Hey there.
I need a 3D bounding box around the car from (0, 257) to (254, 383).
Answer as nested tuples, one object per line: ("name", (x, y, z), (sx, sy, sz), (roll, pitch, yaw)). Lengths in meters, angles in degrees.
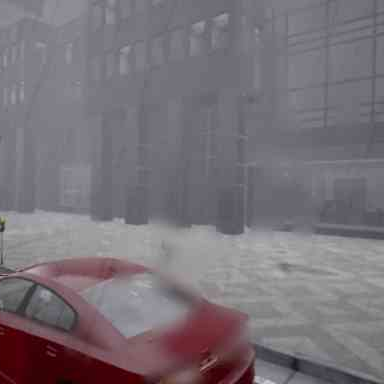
("car", (-1.485, 1.485, 4.040), (4.507, 1.381, 1.887), (1, 1, 36))
